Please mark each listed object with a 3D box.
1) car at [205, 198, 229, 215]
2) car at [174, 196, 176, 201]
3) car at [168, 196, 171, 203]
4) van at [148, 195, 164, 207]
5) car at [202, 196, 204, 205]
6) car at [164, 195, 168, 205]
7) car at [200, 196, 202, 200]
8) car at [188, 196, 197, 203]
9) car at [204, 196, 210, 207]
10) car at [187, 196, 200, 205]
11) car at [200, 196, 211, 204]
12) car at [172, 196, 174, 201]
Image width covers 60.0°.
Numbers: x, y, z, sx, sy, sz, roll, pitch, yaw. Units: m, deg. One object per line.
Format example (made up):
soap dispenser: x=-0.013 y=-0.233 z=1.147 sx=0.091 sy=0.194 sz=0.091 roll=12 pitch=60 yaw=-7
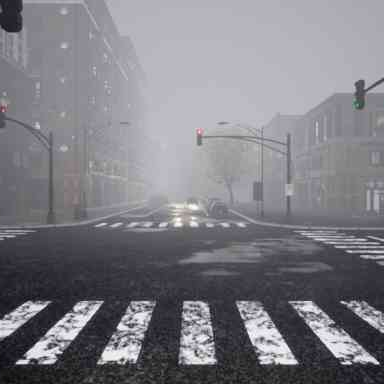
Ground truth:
car: x=2.725 y=1.580 z=33.625 sx=2.008 sy=1.369 sz=4.403 roll=0 pitch=0 yaw=0
car: x=-5.597 y=1.687 z=90.434 sx=1.752 sy=1.417 sz=4.829 roll=0 pitch=0 yaw=0
car: x=-5.626 y=1.397 z=62.120 sx=2.192 sy=1.841 sz=5.009 roll=0 pitch=0 yaw=0
van: x=-5.638 y=1.399 z=50.726 sx=1.690 sy=1.788 sz=3.998 roll=0 pitch=0 yaw=0
car: x=2.737 y=1.488 z=45.019 sx=1.967 sy=1.590 sz=4.097 roll=0 pitch=0 yaw=0
car: x=-5.632 y=1.651 z=56.423 sx=1.802 sy=1.307 sz=4.206 roll=0 pitch=0 yaw=0
car: x=2.755 y=1.633 z=62.109 sx=2.008 sy=1.369 sz=4.403 roll=0 pitch=0 yaw=0
car: x=0.075 y=1.540 z=70.818 sx=1.812 sy=1.442 sz=4.674 roll=0 pitch=0 yaw=0
car: x=2.731 y=1.479 z=39.323 sx=1.967 sy=1.590 sz=4.097 roll=0 pitch=0 yaw=0
car: x=0.065 y=1.556 z=60.401 sx=1.882 sy=1.535 sz=5.008 roll=0 pitch=0 yaw=0
car: x=2.760 y=1.537 z=67.806 sx=1.967 sy=1.590 sz=4.097 roll=0 pitch=0 yaw=0
car: x=-5.614 y=1.663 z=73.513 sx=2.008 sy=1.369 sz=4.403 roll=0 pitch=0 yaw=0
